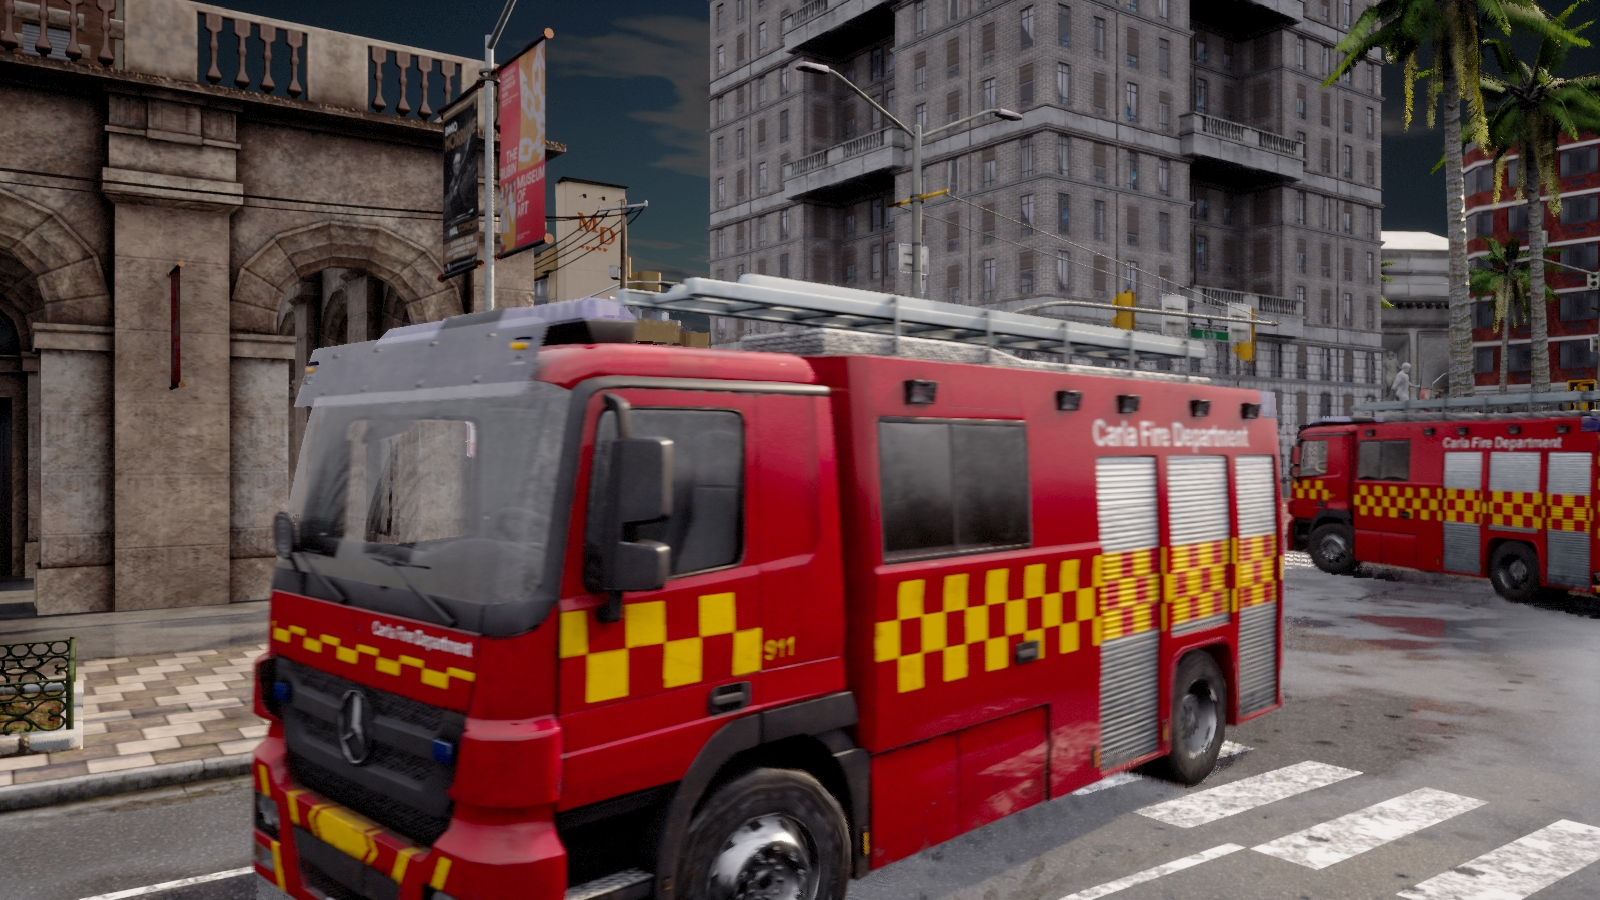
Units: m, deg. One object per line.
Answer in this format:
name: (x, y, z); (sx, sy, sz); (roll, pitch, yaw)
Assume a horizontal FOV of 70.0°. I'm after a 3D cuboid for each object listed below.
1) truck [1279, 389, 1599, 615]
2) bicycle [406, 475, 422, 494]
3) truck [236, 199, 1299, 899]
truck: (13.913, 0.881, 23.799); (2.891, 3.827, 8.468); (0, 0, -12)
bicycle: (-24.771, 2.202, 73.278); (0.329, 1.171, 1.835); (0, 0, -40)
truck: (0.691, 0.888, 8.705); (2.891, 3.827, 8.468); (0, 0, 44)
